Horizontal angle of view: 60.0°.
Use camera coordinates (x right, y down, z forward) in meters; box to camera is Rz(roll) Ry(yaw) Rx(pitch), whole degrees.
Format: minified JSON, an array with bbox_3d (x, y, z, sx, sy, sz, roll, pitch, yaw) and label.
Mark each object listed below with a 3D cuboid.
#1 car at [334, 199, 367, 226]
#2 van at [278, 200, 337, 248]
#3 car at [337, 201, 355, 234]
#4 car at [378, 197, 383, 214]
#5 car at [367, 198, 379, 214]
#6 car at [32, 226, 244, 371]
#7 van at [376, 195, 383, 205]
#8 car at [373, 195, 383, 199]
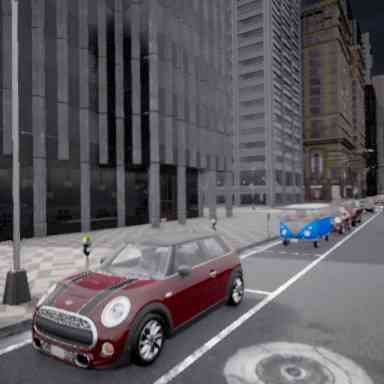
[{"bbox_3d":[11.159,1.440,24.455,2.192,1.841,5.009,-1,-1,33],"label":"car"},{"bbox_3d":[5.250,1.445,15.206,1.690,1.788,3.998,-1,-1,33],"label":"van"},{"bbox_3d":[8.206,1.555,19.829,1.967,1.590,4.097,-1,-1,33],"label":"car"},{"bbox_3d":[22.140,1.589,36.580,2.128,1.511,4.902,-1,-1,33],"label":"car"},{"bbox_3d":[20.027,1.716,38.326,1.947,1.339,4.313,-1,-1,33],"label":"car"},{"bbox_3d":[-0.658,1.523,5.957,1.967,1.590,4.097,-1,-1,33],"label":"car"},{"bbox_3d":[37.243,1.506,65.277,1.690,1.788,3.998,-1,-1,33],"label":"van"},{"bbox_3d":[34.324,1.479,60.710,2.192,1.841,5.009,-1,-1,33],"label":"car"}]
